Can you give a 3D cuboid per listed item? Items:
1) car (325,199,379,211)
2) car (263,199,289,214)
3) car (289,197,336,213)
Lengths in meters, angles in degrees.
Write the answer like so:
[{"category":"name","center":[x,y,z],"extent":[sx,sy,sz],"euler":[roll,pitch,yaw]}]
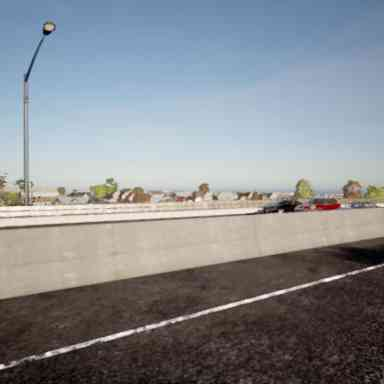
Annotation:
[{"category":"car","center":[13.031,1.485,25.921],"extent":[5.357,1.411,2.033],"euler":[0,0,-35]},{"category":"car","center":[8.861,1.414,31.540],"extent":[5.008,1.535,1.882],"euler":[0,0,-35]},{"category":"car","center":[10.944,1.289,28.724],"extent":[4.553,1.767,2.097],"euler":[0,0,-35]}]
